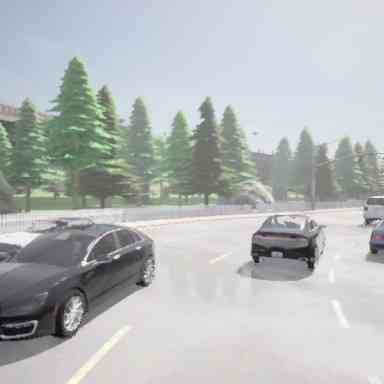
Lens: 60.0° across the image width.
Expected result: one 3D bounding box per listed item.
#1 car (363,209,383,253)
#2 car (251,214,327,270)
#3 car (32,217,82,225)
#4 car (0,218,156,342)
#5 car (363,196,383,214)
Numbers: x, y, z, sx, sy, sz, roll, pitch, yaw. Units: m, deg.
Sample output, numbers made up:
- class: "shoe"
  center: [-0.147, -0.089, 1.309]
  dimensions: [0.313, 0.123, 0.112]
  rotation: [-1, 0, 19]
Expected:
- class: "car"
  center: [8.328, 1.610, 13.171]
  dimensions: [2.033, 1.411, 5.357]
  rotation: [1, 0, 36]
- class: "car"
  center: [3.397, 1.508, 11.309]
  dimensions: [2.128, 1.511, 4.902]
  rotation: [0, 0, 26]
- class: "car"
  center: [-4.560, 1.540, 11.135]
  dimensions: [1.895, 1.301, 4.718]
  rotation: [1, 0, 22]
- class: "car"
  center: [-2.281, 1.473, 6.772]
  dimensions: [1.837, 1.490, 4.892]
  rotation: [0, 0, 16]
- class: "car"
  center: [14.257, 1.327, 23.899]
  dimensions: [5.566, 2.045, 2.150]
  rotation: [1, 0, -43]
